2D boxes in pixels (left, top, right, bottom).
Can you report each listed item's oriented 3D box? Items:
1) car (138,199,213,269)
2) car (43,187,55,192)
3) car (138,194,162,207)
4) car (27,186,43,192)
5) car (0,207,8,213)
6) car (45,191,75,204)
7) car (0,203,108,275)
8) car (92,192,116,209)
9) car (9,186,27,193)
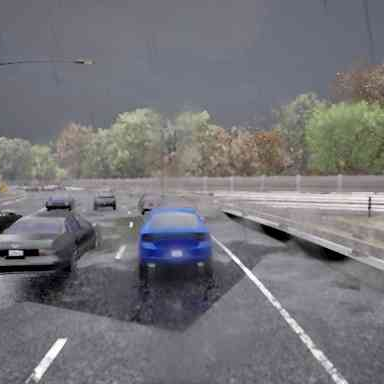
[{"bbox_3d":[-0.582,1.213,10.218,1.882,1.535,5.008,0,2,-5],"label":"car"},{"bbox_3d":[-35.960,-0.633,82.615,4.718,1.301,1.895,1,2,41],"label":"car"},{"bbox_3d":[-3.137,0.888,25.752,2.033,1.411,5.357,0,2,-13],"label":"car"},{"bbox_3d":[-38.735,-0.683,80.335,4.892,1.490,1.837,1,2,41],"label":"car"},{"bbox_3d":[-7.792,1.183,12.057,2.128,1.511,4.902,0,1,-6],"label":"car"},{"bbox_3d":[-10.864,0.893,27.738,1.895,1.301,4.718,0,2,-15],"label":"car"},{"bbox_3d":[-4.018,1.298,9.679,2.033,1.411,5.357,0,2,-5],"label":"car"},{"bbox_3d":[-7.843,0.722,29.868,2.128,1.511,4.902,-1,2,-15],"label":"car"},{"bbox_3d":[-41.110,-0.638,77.764,5.008,1.535,1.882,1,2,41],"label":"car"}]
